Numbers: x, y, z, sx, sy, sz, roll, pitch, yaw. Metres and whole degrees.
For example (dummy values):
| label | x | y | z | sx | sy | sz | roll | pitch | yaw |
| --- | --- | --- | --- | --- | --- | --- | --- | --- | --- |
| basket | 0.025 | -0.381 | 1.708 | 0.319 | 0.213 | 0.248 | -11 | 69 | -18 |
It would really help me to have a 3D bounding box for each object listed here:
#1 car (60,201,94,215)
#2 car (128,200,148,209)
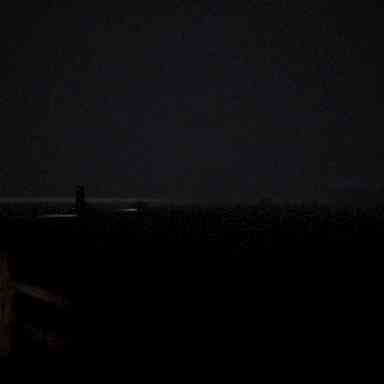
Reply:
| label | x | y | z | sx | sy | sz | roll | pitch | yaw |
| --- | --- | --- | --- | --- | --- | --- | --- | --- | --- |
| car | -13.094 | 1.791 | 38.290 | 1.812 | 1.442 | 4.674 | 0 | -1 | 15 |
| car | -8.639 | 2.045 | 53.608 | 1.994 | 1.385 | 4.181 | 0 | -1 | 17 |
